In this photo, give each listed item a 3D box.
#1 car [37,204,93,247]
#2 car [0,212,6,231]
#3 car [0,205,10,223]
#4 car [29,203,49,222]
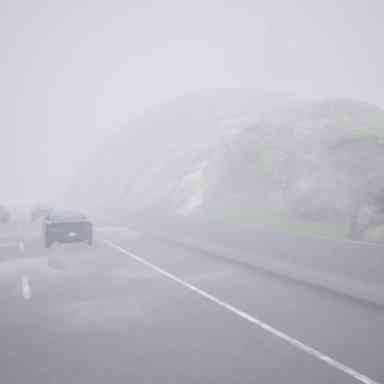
[{"bbox_3d":[-5.981,1.562,15.620,1.882,1.535,5.008,0,0,-27],"label":"car"},{"bbox_3d":[-7.546,1.620,11.021,2.033,1.411,5.357,0,0,-27],"label":"car"},{"bbox_3d":[-15.620,1.728,26.357,1.994,1.385,4.181,0,0,-27],"label":"car"},{"bbox_3d":[-12.769,1.686,28.462,1.812,1.442,4.674,0,0,-27],"label":"car"}]
